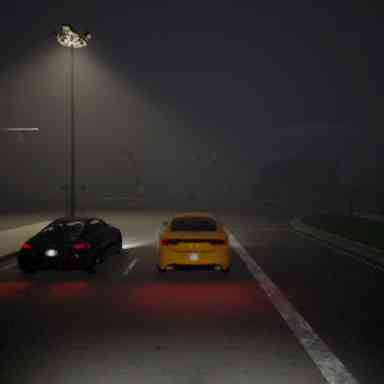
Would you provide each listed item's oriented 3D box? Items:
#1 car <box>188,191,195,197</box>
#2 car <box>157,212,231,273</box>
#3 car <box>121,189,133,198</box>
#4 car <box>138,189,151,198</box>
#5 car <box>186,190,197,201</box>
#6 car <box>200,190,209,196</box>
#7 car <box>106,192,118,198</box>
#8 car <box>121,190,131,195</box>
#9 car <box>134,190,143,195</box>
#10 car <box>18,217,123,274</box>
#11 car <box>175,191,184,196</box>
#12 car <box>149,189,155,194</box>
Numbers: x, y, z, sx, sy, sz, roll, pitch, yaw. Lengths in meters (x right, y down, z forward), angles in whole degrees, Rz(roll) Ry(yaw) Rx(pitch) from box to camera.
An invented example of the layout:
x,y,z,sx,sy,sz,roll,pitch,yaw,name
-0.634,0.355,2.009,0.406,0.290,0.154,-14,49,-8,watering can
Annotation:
x,y,z,sx,sy,sz,roll,pitch,yaw,name
-0.018,0.432,88.693,1.837,1.490,4.892,0,1,0,car
0.062,1.353,10.293,1.882,1.535,5.008,0,1,0,car
-15.016,0.632,77.079,1.994,1.385,4.181,0,1,0,car
-11.516,0.619,77.077,2.033,1.411,5.357,0,1,0,car
-0.012,0.831,58.086,1.812,1.442,4.674,0,1,0,car
3.482,0.524,89.142,1.895,1.301,4.718,0,1,0,car
-18.516,0.673,77.221,1.895,1.301,4.718,0,1,0,car
-18.519,0.063,93.687,1.837,1.490,4.892,0,1,0,car
-15.019,0.063,93.687,1.837,1.490,4.892,0,1,0,car
-3.438,1.441,10.159,1.994,1.385,4.181,0,1,0,car
-3.518,0.453,89.110,1.812,1.442,4.674,0,1,0,car
-11.519,-0.082,93.716,2.097,1.767,4.553,0,1,0,car
